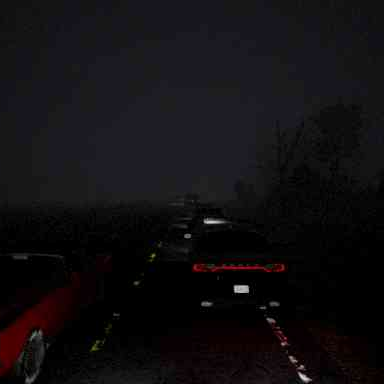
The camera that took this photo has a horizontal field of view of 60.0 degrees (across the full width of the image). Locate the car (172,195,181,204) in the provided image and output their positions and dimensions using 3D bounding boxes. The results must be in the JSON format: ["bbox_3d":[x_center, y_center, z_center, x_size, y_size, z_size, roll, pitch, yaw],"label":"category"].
[{"bbox_3d":[-2.702,1.416,64.401,2.097,1.767,4.553,0,0,0],"label":"car"}]

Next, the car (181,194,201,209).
[{"bbox_3d":[0.073,1.251,45.948,2.150,2.045,5.566,0,0,1],"label":"car"}]

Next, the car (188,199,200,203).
[{"bbox_3d":[0.844,1.511,24.055,1.837,1.490,4.892,0,0,0],"label":"car"}]

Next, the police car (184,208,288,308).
[{"bbox_3d":[0.832,1.426,8.165,1.930,1.638,5.238,0,0,0],"label":"police car"}]

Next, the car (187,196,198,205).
[{"bbox_3d":[0.046,1.534,60.562,1.882,1.535,5.008,0,0,0],"label":"car"}]

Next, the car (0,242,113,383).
[{"bbox_3d":[-2.744,1.601,5.437,1.895,1.301,4.718,0,0,0],"label":"car"}]

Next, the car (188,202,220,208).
[{"bbox_3d":[0.839,1.509,18.055,1.837,1.490,4.892,0,0,0],"label":"car"}]
